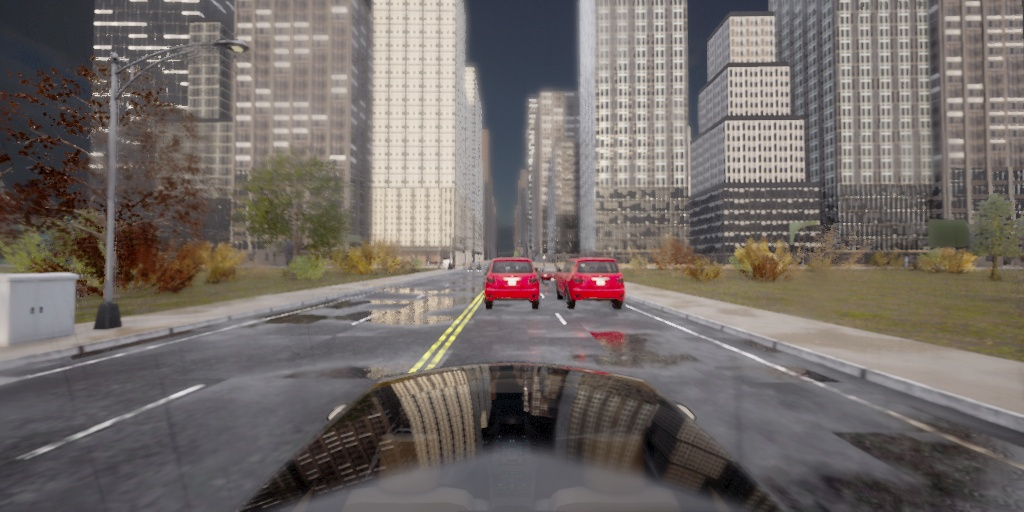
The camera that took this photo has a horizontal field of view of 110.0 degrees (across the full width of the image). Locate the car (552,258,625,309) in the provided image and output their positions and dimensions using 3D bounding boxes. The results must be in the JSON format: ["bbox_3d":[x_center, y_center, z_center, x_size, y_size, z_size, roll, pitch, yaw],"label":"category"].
[{"bbox_3d":[3.260,1.096,15.843,2.150,2.045,5.566,0,0,0],"label":"car"}]

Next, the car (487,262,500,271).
[{"bbox_3d":[-3.212,1.821,63.612,2.033,1.411,5.357,0,0,0],"label":"car"}]

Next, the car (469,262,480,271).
[{"bbox_3d":[-6.466,1.798,63.223,1.812,1.442,4.674,0,-1,0],"label":"car"}]

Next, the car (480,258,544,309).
[{"bbox_3d":[0.010,1.096,15.850,2.150,2.045,5.566,0,0,0],"label":"car"}]

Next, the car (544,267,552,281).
[{"bbox_3d":[3.270,1.612,30.944,1.895,1.301,4.718,0,0,0],"label":"car"}]
